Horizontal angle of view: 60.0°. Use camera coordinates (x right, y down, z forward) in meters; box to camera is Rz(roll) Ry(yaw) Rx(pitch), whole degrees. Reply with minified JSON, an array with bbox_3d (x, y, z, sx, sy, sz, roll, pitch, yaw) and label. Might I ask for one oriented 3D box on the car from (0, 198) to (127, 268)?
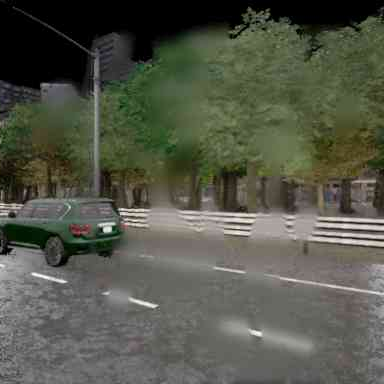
[{"bbox_3d":[-4.713,1.222,11.524,5.566,2.045,2.150,0,0,35],"label":"car"}]
